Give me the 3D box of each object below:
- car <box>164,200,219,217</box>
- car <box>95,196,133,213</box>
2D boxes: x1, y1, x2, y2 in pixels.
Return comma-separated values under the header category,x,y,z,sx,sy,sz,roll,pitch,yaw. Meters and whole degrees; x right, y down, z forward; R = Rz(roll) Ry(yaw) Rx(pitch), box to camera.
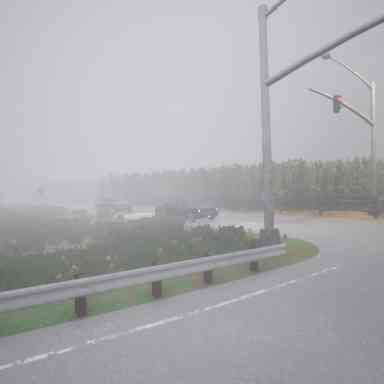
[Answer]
category,x,y,z,sx,sy,sz,roll,pitch,yaw
car,-0.406,1.185,21.994,1.895,1.301,4.718,-3,2,-41
car,-7.072,1.128,29.795,1.837,1.490,4.892,-3,2,-40
